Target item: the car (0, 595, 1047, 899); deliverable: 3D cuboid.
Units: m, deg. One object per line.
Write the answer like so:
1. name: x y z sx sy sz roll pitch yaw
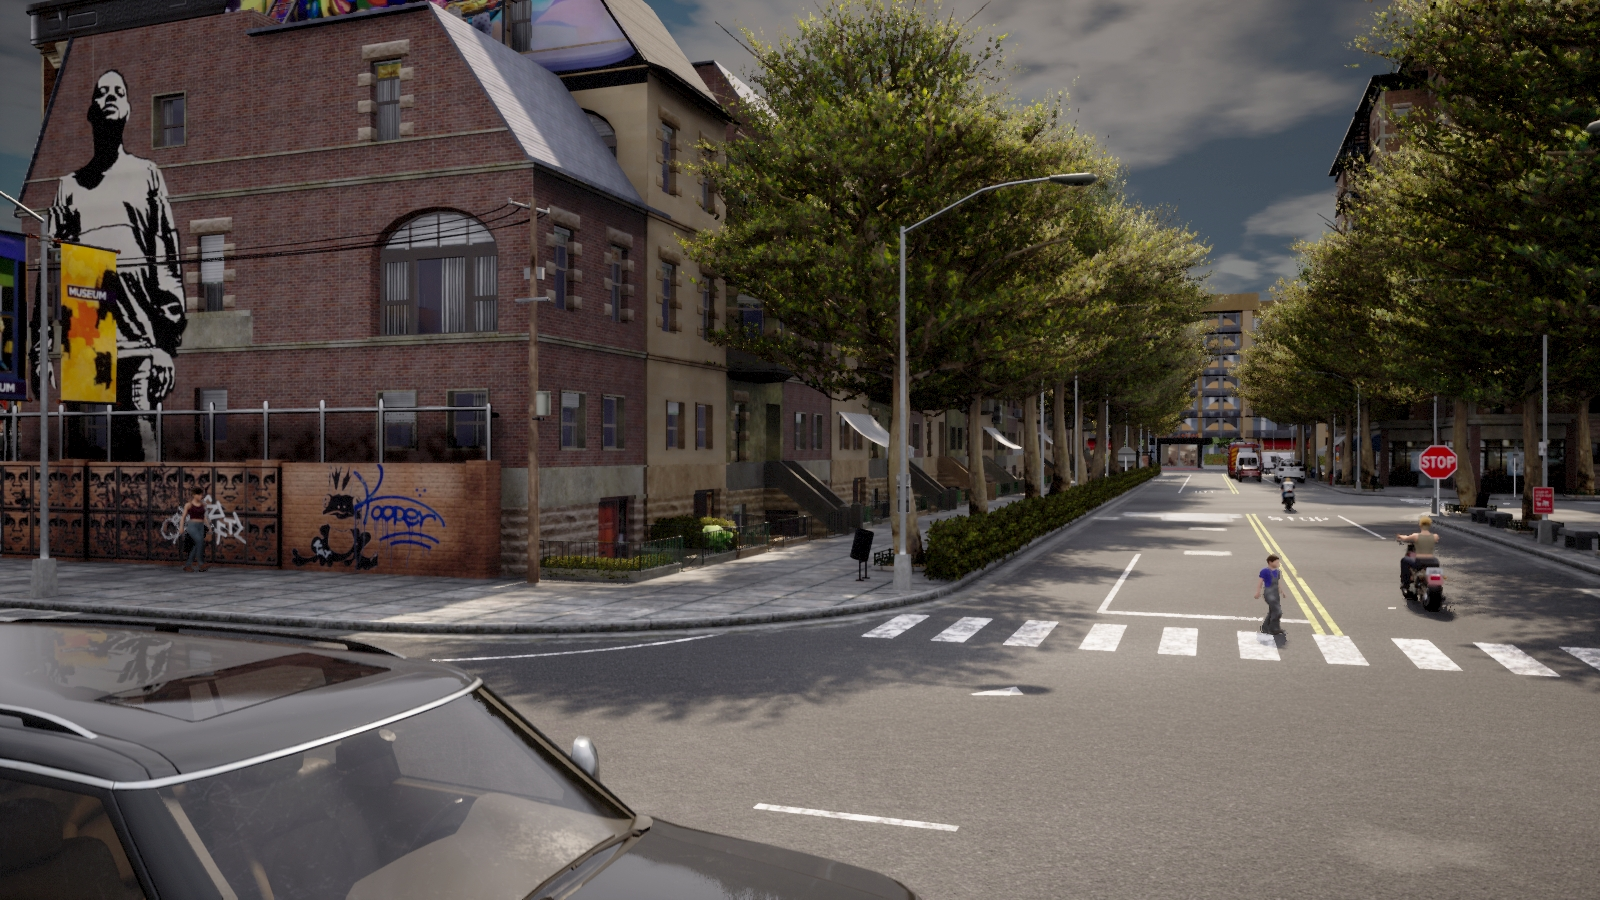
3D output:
1. car: -2.100 1.778 4.031 5.566 2.045 2.150 0 0 20

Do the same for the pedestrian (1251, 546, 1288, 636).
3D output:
1. pedestrian: 7.106 2.129 17.287 0.375 1.300 0.375 0 0 -34

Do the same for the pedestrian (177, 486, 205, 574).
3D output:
1. pedestrian: -13.113 1.704 24.596 0.375 1.860 0.375 0 0 22

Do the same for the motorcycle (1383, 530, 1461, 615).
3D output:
1. motorcycle: 11.202 2.169 20.651 0.764 1.277 2.356 0 0 17
